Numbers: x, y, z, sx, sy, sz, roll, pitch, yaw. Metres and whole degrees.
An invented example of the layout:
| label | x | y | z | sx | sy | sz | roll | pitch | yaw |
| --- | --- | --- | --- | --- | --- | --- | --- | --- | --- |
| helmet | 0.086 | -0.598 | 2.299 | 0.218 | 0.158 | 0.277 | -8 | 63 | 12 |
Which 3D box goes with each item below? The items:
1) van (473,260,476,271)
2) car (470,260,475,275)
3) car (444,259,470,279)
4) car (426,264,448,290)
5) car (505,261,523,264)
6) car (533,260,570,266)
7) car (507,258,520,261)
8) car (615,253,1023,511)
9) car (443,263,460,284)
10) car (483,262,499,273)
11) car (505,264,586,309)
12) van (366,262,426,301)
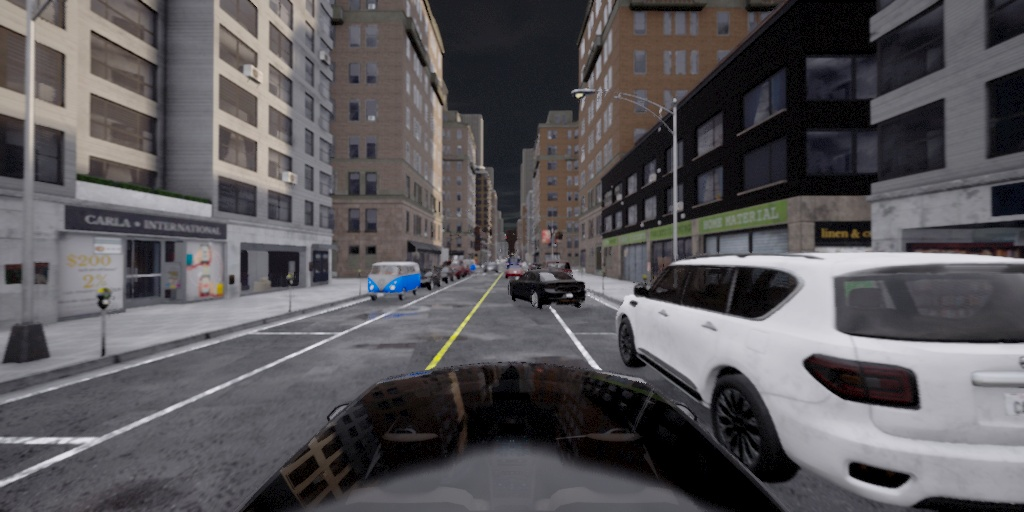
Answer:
| label | x | y | z | sx | sy | sz | roll | pitch | yaw |
| --- | --- | --- | --- | --- | --- | --- | --- | --- | --- |
| van | -5.630 | 1.345 | 45.791 | 1.690 | 1.789 | 3.998 | 0 | 0 | 0 |
| car | -5.660 | 1.518 | 40.206 | 1.888 | 1.381 | 4.507 | 0 | 0 | 0 |
| car | -5.689 | 1.256 | 34.619 | 2.192 | 1.841 | 5.009 | 0 | 0 | 0 |
| car | -5.748 | 1.443 | 23.448 | 1.948 | 1.339 | 4.313 | 0 | 0 | 0 |
| car | 0.279 | 1.518 | 36.528 | 1.994 | 1.385 | 4.181 | 0 | 0 | 0 |
| car | 2.777 | 1.194 | 23.409 | 2.192 | 1.841 | 5.009 | 0 | 0 | 0 |
| car | 0.254 | 1.243 | 48.371 | 2.150 | 2.045 | 5.566 | 0 | 0 | 1 |
| car | 3.118 | 0.998 | 4.831 | 2.150 | 2.045 | 5.566 | 0 | 0 | 0 |
| car | -5.719 | 1.475 | 29.034 | 1.948 | 1.339 | 4.313 | 0 | 0 | 0 |
| car | -2.778 | 1.512 | 48.207 | 2.128 | 1.511 | 4.902 | 0 | 0 | 1 |
| car | 1.332 | 1.311 | 15.576 | 1.882 | 1.535 | 5.008 | 0 | 0 | -19 |
| van | -5.778 | 1.185 | 17.862 | 1.690 | 1.789 | 3.998 | 0 | 0 | 0 |
